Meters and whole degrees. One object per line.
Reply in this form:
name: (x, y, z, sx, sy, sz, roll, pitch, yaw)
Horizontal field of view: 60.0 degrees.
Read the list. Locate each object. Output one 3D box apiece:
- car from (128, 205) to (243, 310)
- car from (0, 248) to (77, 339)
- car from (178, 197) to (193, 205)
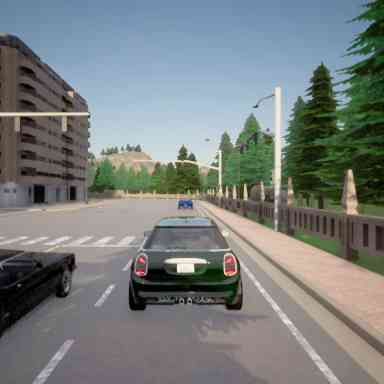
car: (-0.126, 1.350, 7.951, 2.097, 1.767, 4.553, 0, 0, 0)
car: (-3.543, 1.600, 5.580, 1.895, 1.301, 4.718, 0, 0, -1)
car: (-0.861, 1.469, 44.276, 1.882, 1.535, 5.008, 0, 0, -1)
